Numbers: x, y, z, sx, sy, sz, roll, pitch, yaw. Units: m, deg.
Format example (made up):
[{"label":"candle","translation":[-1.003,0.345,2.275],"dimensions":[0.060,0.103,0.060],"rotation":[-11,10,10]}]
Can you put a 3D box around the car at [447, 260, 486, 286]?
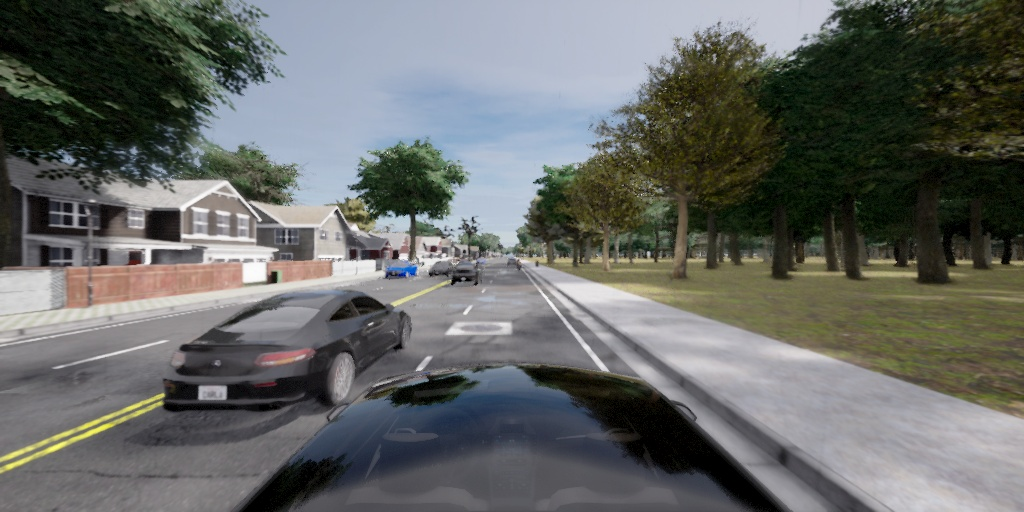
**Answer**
[{"label":"car","translation":[-3.153,1.249,25.649],"dimensions":[1.837,1.490,4.892],"rotation":[0,0,0]}]

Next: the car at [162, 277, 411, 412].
[{"label":"car","translation":[-3.151,1.275,6.078],"dimensions":[1.812,1.442,4.674],"rotation":[0,0,0]}]

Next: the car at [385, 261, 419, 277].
[{"label":"car","translation":[-9.849,1.221,32.294],"dimensions":[1.882,1.535,5.008],"rotation":[0,0,0]}]

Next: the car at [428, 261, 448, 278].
[{"label":"car","translation":[-6.597,1.249,34.018],"dimensions":[1.837,1.490,4.892],"rotation":[0,0,0]}]

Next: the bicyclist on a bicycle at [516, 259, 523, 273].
[{"label":"bicyclist on a bicycle","translation":[0.873,1.177,41.458],"dimensions":[0.866,1.612,1.509],"rotation":[0,0,0]}]
